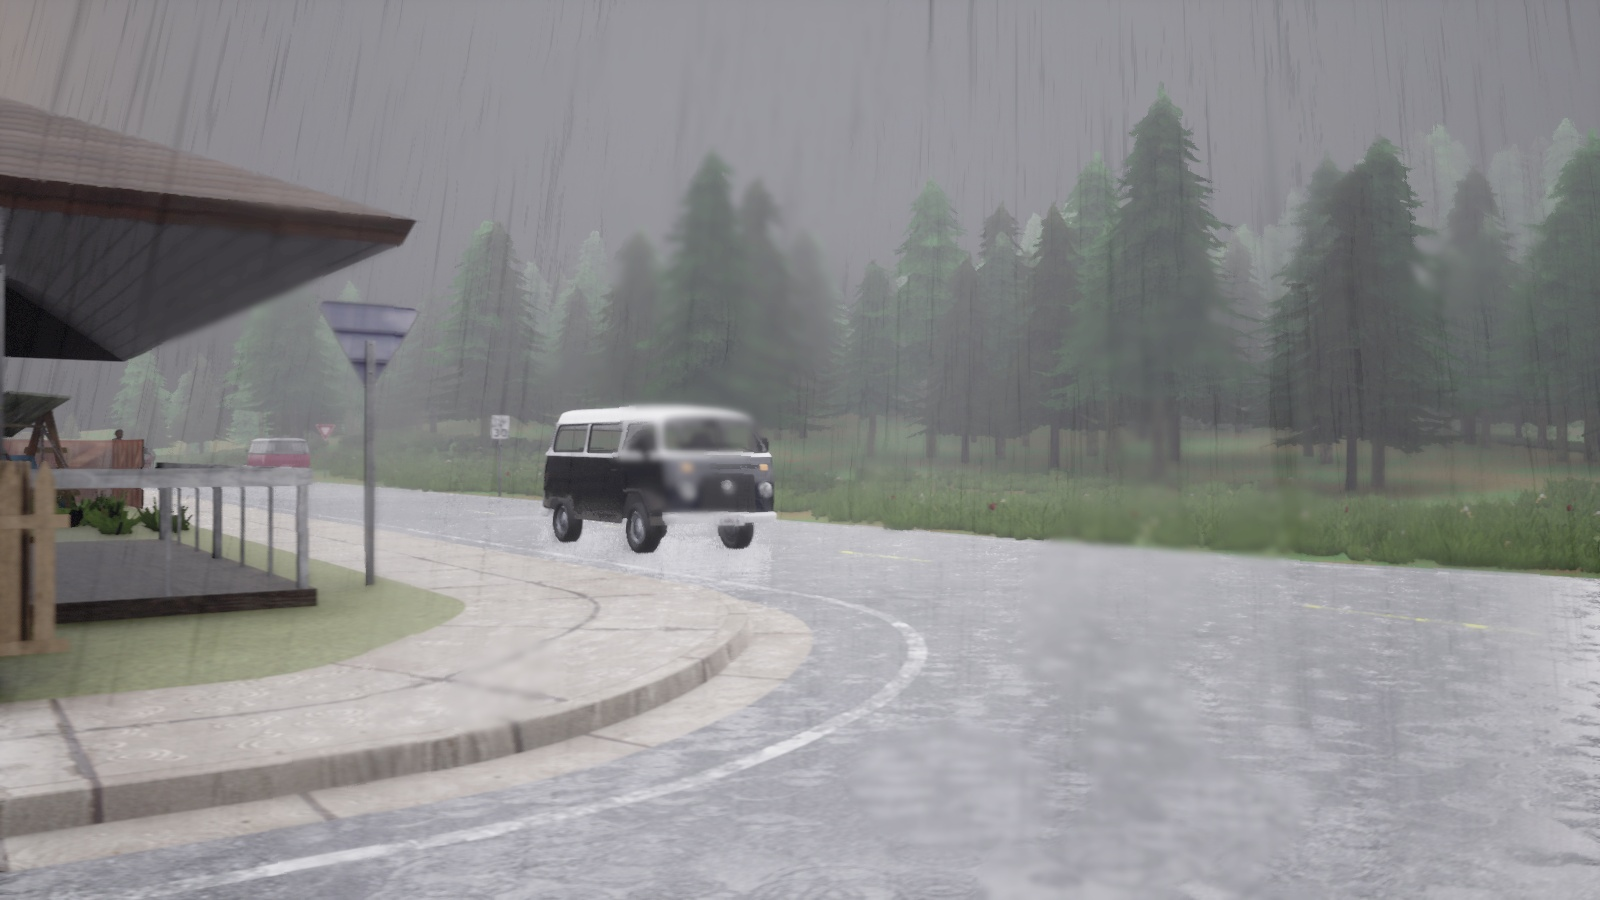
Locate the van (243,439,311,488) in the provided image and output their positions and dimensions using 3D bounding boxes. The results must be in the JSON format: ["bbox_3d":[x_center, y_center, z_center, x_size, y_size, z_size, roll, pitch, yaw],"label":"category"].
[{"bbox_3d":[-22.241,0.555,53.337,1.775,1.987,4.442,0,0,-35],"label":"van"}]

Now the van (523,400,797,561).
[{"bbox_3d":[-2.172,0.391,18.270,2.069,2.038,4.480,0,0,-35],"label":"van"}]
